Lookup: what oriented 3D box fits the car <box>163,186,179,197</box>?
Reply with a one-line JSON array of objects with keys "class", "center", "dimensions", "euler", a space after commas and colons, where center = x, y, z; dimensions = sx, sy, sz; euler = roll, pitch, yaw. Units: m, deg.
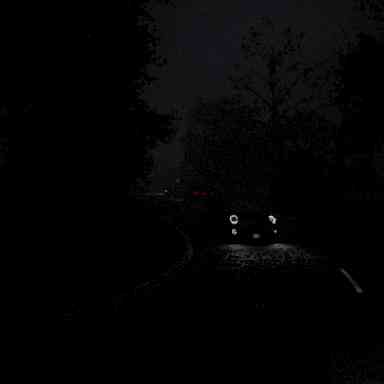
[{"class": "car", "center": [-2.989, -0.144, 48.692], "dimensions": [2.128, 1.511, 4.902], "euler": [1, 2, -14]}]

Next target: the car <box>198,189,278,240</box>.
[{"class": "car", "center": [1.951, 0.968, 14.539], "dimensions": [2.097, 1.767, 4.553], "euler": [1, 2, -12]}]

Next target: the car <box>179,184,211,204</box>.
[{"class": "car", "center": [0.552, 0.152, 34.713], "dimensions": [2.150, 2.045, 5.566], "euler": [2, 2, -13]}]
